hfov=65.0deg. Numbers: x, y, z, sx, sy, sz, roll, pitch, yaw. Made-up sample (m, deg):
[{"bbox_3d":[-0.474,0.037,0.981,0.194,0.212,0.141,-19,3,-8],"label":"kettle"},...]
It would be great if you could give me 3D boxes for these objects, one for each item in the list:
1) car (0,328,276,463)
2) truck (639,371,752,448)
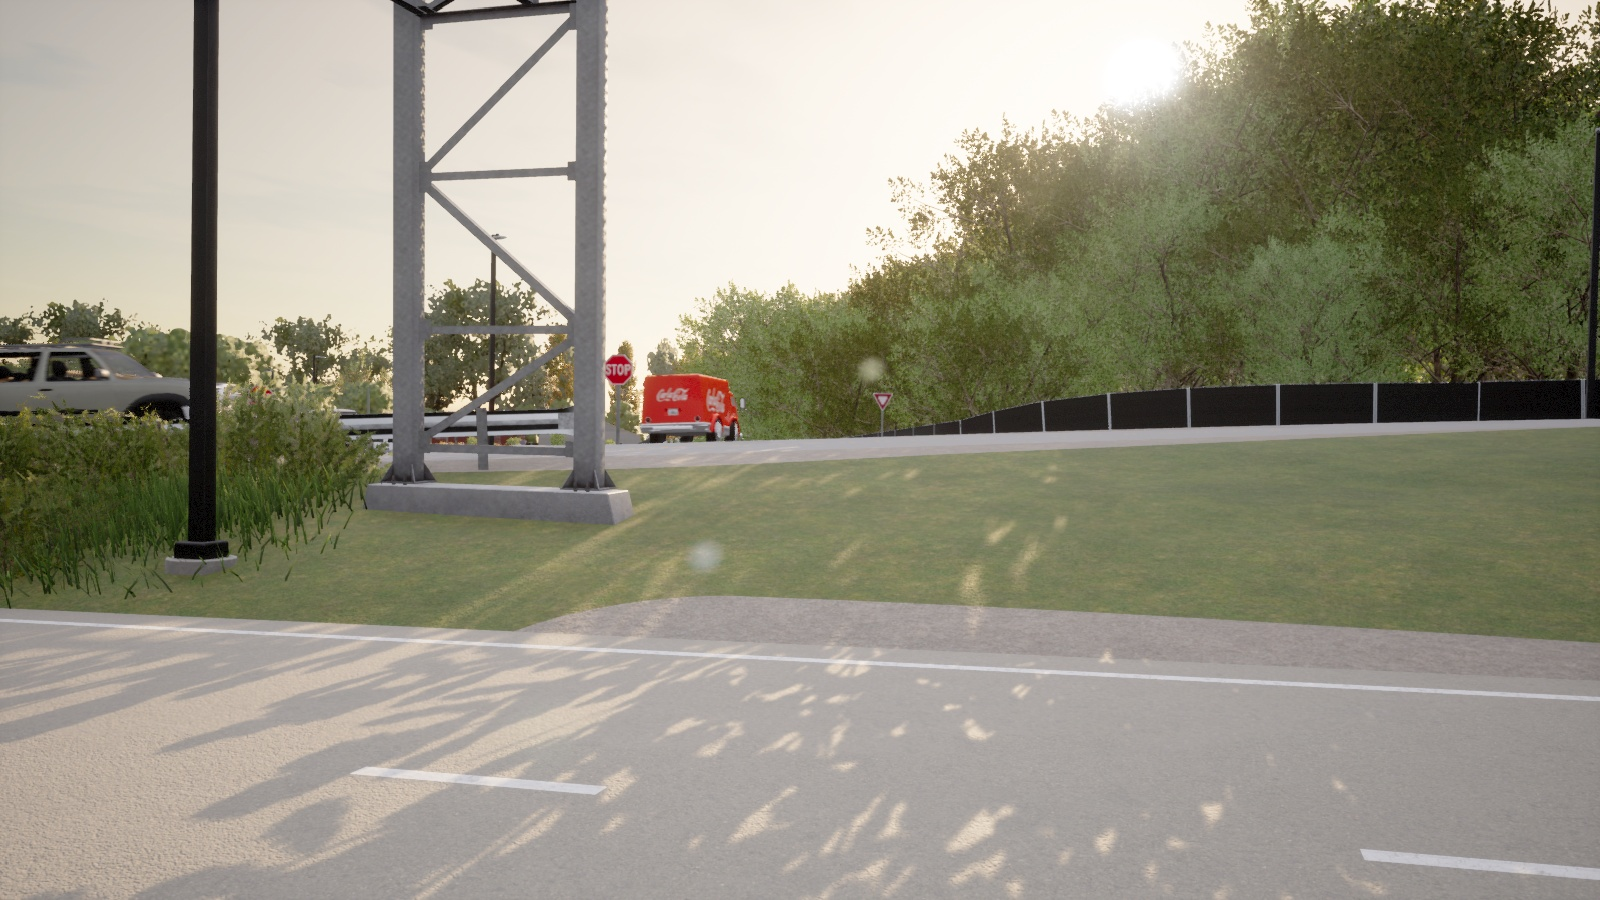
[{"bbox_3d":[-10.533,-0.779,18.722,4.605,1.855,1.932,-1,1,-3],"label":"car"},{"bbox_3d":[-3.764,-1.396,46.295,2.627,2.467,5.204,-1,-2,14],"label":"truck"}]
